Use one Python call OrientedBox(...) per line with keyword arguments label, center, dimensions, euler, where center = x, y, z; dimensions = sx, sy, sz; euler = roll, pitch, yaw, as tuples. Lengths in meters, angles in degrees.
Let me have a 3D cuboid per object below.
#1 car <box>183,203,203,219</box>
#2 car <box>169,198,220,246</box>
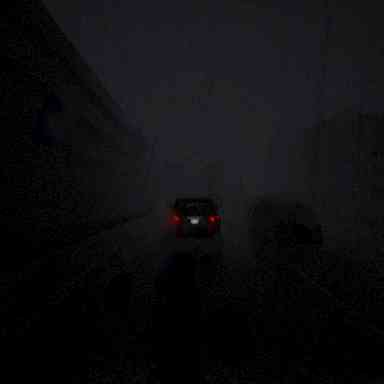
OrientedBox(label="car", center=(0.093, 1.875, 33.611), dimensions=(1.882, 1.535, 5.008), euler=(0, -2, 0))
OrientedBox(label="car", center=(0.085, 1.273, 15.704), dimensions=(2.150, 2.045, 5.566), euler=(0, -1, 0))
